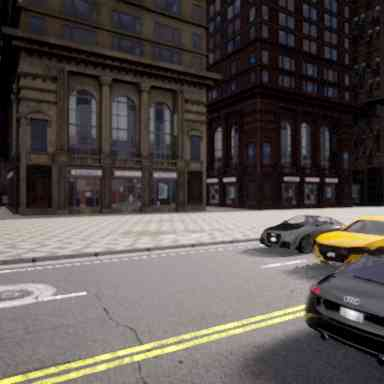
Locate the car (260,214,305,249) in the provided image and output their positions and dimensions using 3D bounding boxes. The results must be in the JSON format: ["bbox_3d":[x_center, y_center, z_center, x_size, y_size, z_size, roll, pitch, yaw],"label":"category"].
[{"bbox_3d":[4.850,1.647,13.857,4.181,1.385,1.994,0,0,-31],"label":"car"}]

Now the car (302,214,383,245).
[{"bbox_3d":[6.148,1.549,10.846,5.008,1.535,1.882,0,0,-31],"label":"car"}]

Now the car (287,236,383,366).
[{"bbox_3d":[3.824,1.601,5.426,4.181,1.385,1.994,0,0,-31],"label":"car"}]
